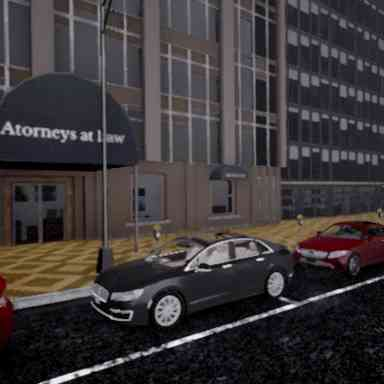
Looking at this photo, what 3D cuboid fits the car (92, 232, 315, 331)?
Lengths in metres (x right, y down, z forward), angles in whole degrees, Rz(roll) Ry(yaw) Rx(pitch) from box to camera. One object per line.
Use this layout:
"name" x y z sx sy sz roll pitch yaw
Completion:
"car" 0.230 1.536 6.734 4.403 1.369 2.008 0 0 -35

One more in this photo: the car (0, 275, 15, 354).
"car" -4.397 1.551 3.433 4.507 1.381 1.887 0 0 -35

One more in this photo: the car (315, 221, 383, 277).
"car" 4.858 1.547 10.033 4.206 1.307 1.802 0 0 -35
